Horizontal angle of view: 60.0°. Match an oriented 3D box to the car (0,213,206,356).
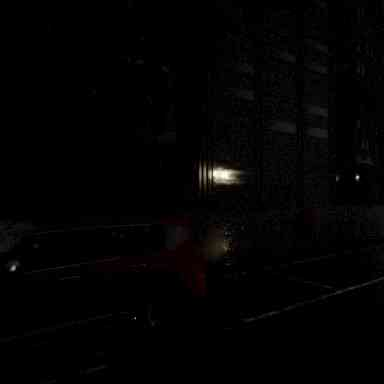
[{"bbox_3d":[-2.071,1.315,5.180,5.009,1.841,2.192,0,0,-35],"label":"car"}]
